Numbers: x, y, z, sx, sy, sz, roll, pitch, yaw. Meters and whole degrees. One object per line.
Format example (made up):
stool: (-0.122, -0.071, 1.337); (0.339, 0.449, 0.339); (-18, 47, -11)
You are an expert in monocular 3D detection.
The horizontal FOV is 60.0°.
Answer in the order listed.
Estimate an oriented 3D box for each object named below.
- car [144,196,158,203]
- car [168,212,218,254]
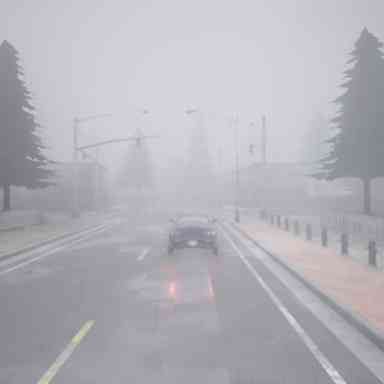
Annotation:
car: (-8.237, 1.454, 66.689); (1.882, 1.535, 5.008); (0, 0, -21)
car: (0.049, 1.528, 13.417); (1.812, 1.442, 4.674); (0, 0, 1)
